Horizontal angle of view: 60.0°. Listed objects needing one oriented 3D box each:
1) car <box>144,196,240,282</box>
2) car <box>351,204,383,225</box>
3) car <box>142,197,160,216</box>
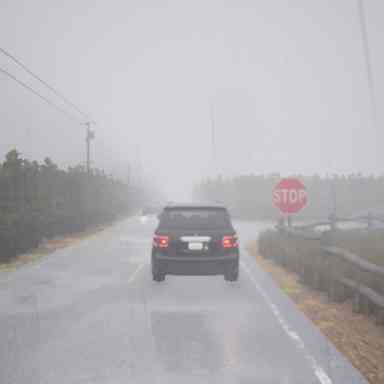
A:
[{"bbox_3d":[0.076,1.278,10.027,2.150,2.045,5.566,0,0,0],"label":"car"},{"bbox_3d":[13.805,1.616,23.329,4.902,1.511,2.128,0,0,0],"label":"car"},{"bbox_3d":[-4.247,1.669,35.814,1.882,1.535,5.008,0,0,-4],"label":"car"}]
